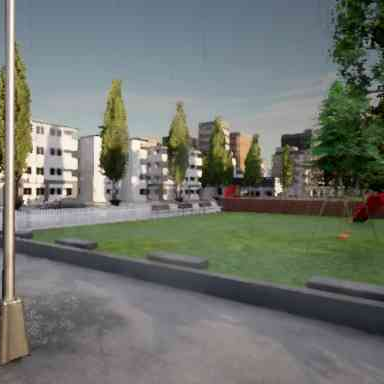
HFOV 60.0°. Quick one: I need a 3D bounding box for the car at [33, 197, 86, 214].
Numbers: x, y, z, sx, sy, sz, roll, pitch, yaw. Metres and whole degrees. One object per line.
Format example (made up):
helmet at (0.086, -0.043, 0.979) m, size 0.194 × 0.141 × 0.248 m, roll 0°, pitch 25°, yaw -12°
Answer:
car at (-11.740, 1.214, 29.845) m, size 1.812 × 1.442 × 4.674 m, roll 1°, pitch 0°, yaw 36°
